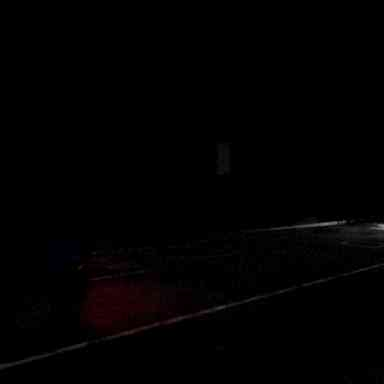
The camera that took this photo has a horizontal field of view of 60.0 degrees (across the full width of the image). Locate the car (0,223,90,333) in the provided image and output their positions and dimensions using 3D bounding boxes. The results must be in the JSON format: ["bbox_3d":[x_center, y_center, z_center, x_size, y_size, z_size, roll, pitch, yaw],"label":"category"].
[{"bbox_3d":[-4.220,1.480,5.196,5.008,1.535,1.882,0,0,-35],"label":"car"}]
